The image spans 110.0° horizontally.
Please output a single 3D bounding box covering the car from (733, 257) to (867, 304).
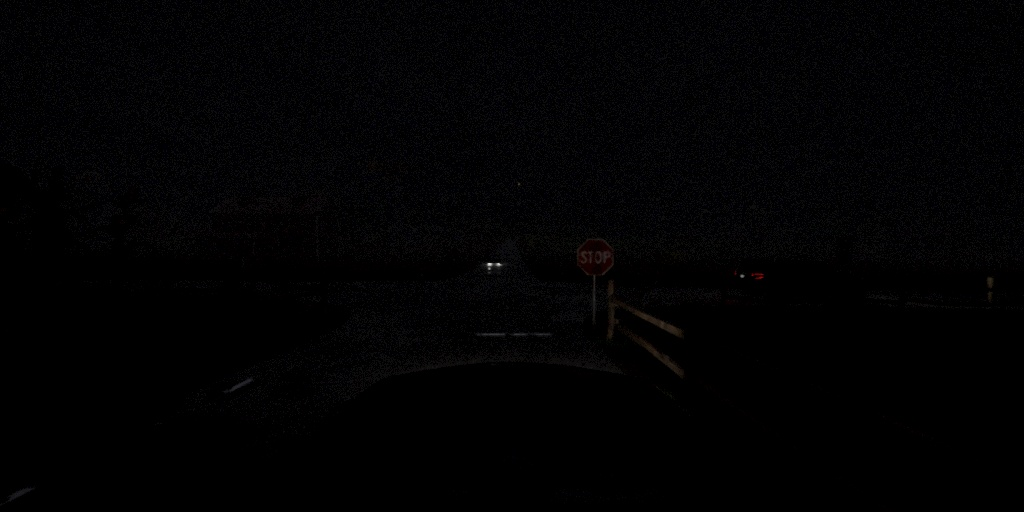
[{"bbox_3d":[13.957,1.114,17.589,5.566,2.045,2.150,1,2,0],"label":"car"}]

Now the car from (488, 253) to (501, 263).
[{"bbox_3d":[-2.782,0.279,57.757,1.837,1.490,4.892,0,2,1],"label":"car"}]
